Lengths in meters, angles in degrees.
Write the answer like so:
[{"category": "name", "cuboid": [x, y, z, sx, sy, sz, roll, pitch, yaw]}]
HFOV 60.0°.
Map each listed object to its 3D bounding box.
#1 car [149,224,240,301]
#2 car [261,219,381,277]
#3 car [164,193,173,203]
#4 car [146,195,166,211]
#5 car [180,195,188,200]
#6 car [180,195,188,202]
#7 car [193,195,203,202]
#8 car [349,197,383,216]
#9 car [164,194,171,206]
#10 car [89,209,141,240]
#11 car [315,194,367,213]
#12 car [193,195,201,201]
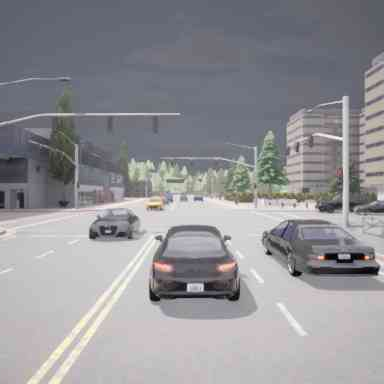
[{"category": "car", "cuboid": [0.035, 1.525, 8.182, 1.812, 1.442, 4.674, 0, 0, -1]}, {"category": "car", "cuboid": [3.533, 1.547, 10.240, 2.033, 1.411, 5.357, 0, 0, 0]}, {"category": "car", "cuboid": [-5.271, 1.223, 72.197, 2.150, 2.045, 5.566, 0, 0, -1]}, {"category": "car", "cuboid": [-4.501, 1.476, 40.451, 1.882, 1.535, 5.008, 0, 0, -2]}, {"category": "car", "cuboid": [-2.197, 1.464, 88.737, 1.994, 1.385, 4.181, 0, 0, -1]}, {"category": "car", "cuboid": [-1.922, 1.531, 78.102, 2.033, 1.411, 5.357, 0, 0, -1]}, {"category": "car", "cuboid": [1.565, 1.476, 78.672, 1.882, 1.535, 5.008, 0, 0, -1]}, {"category": "car", "cuboid": [18.220, 1.525, 32.499, 4.674, 1.442, 1.812, 0, 0, -2]}, {"category": "car", "cuboid": [-4.940, 1.524, 56.481, 1.812, 1.442, 4.674, 0, 0, -2]}, {"category": "car", "cuboid": [-3.761, 1.563, 16.775, 1.994, 1.385, 4.181, 0, 0, -1]}, {"category": "car", "cuboid": [16.284, 1.221, 35.967, 5.566, 2.045, 2.150, 0, 0, -2]}, {"category": "car", "cuboid": [1.302, 1.498, 88.810, 1.837, 1.490, 4.892, 0, 0, -1]}]
